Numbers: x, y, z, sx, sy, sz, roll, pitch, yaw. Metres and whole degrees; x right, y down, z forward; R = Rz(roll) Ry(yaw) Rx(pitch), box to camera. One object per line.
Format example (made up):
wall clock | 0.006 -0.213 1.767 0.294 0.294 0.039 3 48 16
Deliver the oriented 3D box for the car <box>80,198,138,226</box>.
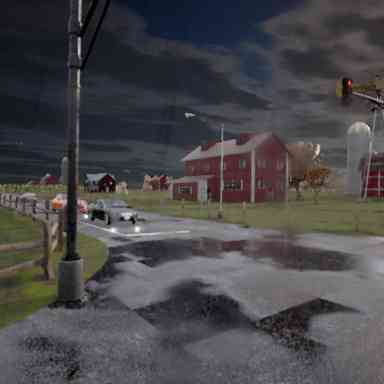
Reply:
car | -5.119 1.191 21.098 2.128 1.511 4.902 1 0 -35

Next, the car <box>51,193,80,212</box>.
car | -10.738 0.924 29.078 2.097 1.767 4.553 1 0 -35

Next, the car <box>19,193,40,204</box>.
car | -22.095 0.840 45.283 1.812 1.442 4.674 1 0 -35
